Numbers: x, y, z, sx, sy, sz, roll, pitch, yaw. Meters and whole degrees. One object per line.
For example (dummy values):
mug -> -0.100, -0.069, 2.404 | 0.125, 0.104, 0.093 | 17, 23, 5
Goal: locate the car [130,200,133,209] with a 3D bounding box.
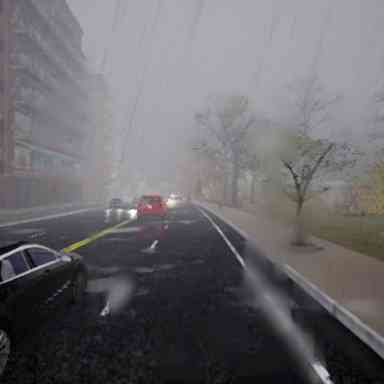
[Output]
car -> -7.284, 1.532, 45.349 | 2.128, 1.511, 4.902 | 0, 0, -2

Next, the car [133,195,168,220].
car -> -3.304, 1.248, 28.389 | 2.150, 2.045, 5.566 | 0, 0, -1

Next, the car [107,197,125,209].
car -> -10.588, 1.546, 46.540 | 1.837, 1.490, 4.892 | 0, 0, -2

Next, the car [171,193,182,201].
car -> -3.551, 1.530, 85.170 | 1.895, 1.301, 4.718 | 0, 0, -6

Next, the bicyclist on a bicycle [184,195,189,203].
bicyclist on a bicycle -> -1.118, 1.485, 67.519 | 0.866, 1.612, 1.509 | 0, -1, -4

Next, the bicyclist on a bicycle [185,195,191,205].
bicyclist on a bicycle -> -0.458, 1.416, 58.055 | 0.659, 1.776, 1.843 | 0, 0, -4

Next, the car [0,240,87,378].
car -> -3.152, 1.496, 5.192 | 2.128, 1.511, 4.902 | 0, 0, 0
